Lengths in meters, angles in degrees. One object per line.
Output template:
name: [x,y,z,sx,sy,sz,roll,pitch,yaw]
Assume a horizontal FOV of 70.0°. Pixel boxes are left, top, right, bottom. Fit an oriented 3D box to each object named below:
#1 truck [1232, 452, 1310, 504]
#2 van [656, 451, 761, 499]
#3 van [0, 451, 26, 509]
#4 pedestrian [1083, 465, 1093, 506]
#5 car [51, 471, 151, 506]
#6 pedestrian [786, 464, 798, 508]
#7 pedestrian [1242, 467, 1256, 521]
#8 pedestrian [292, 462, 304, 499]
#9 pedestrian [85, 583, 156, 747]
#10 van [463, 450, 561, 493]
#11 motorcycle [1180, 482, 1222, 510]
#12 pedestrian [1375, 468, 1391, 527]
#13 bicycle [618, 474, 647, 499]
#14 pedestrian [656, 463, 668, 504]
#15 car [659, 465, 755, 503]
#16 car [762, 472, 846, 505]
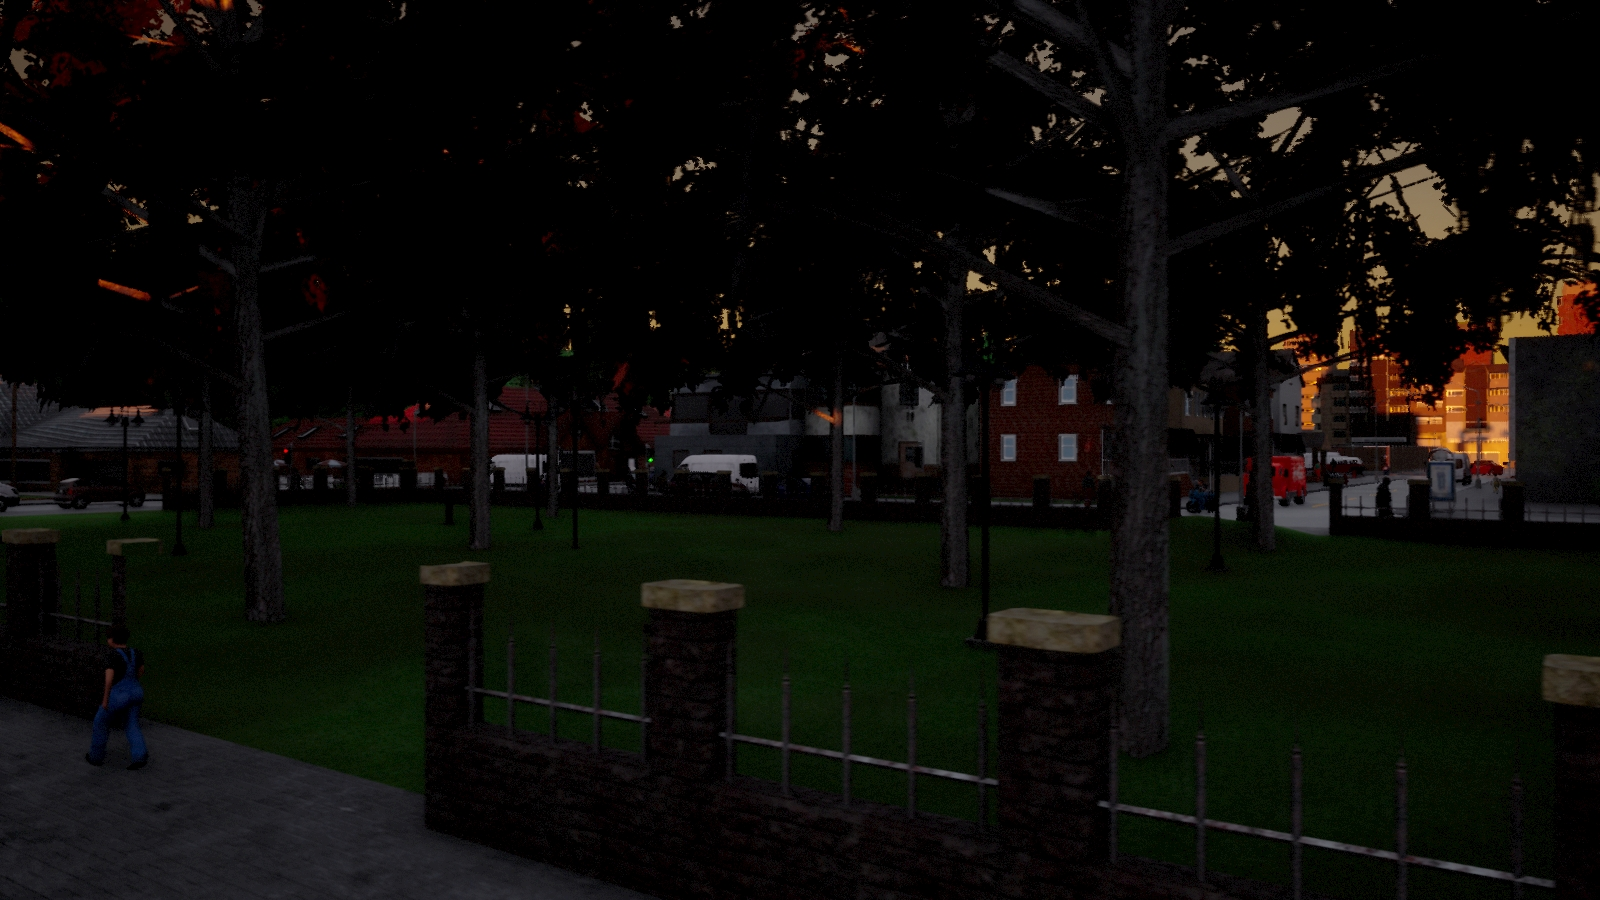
truck: [24.009,1.344,58.137,2.627,2.467,5.204,0,0,35]
van: [-5.089,1.315,63.132,5.915,2.561,1.988,0,0,36]
van: [-37.370,1.315,49.595,1.988,2.561,5.915,0,0,36]
pedestrian: [13.156,1.629,52.241,0.375,1.860,0.375,0,0,23]
car: [-33.568,1.807,54.914,1.789,1.549,3.705,0,0,35]
pedestrian: [-0.329,1.525,48.553,0.375,1.860,0.375,0,0,27]
pedestrian: [15.541,1.525,39.513,0.375,1.860,0.375,0,0,36]
pedestrian: [-25.389,1.525,57.783,0.375,1.860,0.375,0,0,33]
pedestrian: [-5.770,1.806,9.702,0.375,1.300,0.375,0,0,27]
van: [-17.949,1.315,71.272,5.915,2.561,1.988,0,-1,23]
motorcycle: [17.633,1.993,50.199,2.033,1.145,0.803,0,0,-38]
pedestrian: [18.825,1.525,36.874,0.375,1.860,0.375,0,0,40]
bicycle: [-8.956,1.941,61.065,1.835,1.271,0.329,0,0,35]
pedestrian: [-6.359,1.526,52.683,0.375,1.860,0.375,0,0,35]
car: [-4.742,1.686,58.038,4.553,1.767,2.097,0,0,35]
car: [0.202,1.818,54.785,3.633,1.501,1.845,0,0,36]
